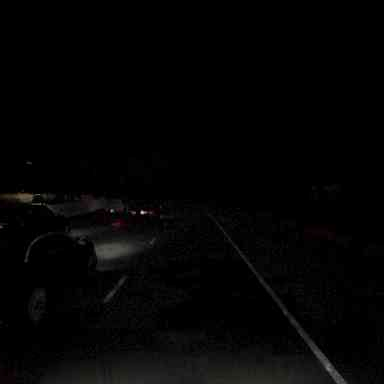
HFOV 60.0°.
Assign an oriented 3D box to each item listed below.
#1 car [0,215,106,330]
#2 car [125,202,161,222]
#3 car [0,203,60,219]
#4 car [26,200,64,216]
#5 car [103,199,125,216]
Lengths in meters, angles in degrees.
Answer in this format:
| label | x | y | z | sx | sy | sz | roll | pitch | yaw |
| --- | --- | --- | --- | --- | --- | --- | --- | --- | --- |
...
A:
| label | x | y | z | sx | sy | sz | roll | pitch | yaw |
| --- | --- | --- | --- | --- | --- | --- | --- | --- | --- |
| car | -3.433 | 1.471 | 6.851 | 2.128 | 1.511 | 4.902 | 0 | 0 | 0 |
| car | -3.446 | 1.469 | 25.440 | 2.033 | 1.411 | 5.357 | 0 | 0 | 0 |
| car | -6.909 | 1.307 | 14.153 | 2.097 | 1.767 | 4.553 | 0 | 0 | 0 |
| car | -14.422 | 1.499 | 32.918 | 1.895 | 1.301 | 4.718 | 0 | 0 | -4 |
| car | -7.142 | 1.428 | 31.535 | 1.812 | 1.442 | 4.674 | 0 | 0 | -2 |
